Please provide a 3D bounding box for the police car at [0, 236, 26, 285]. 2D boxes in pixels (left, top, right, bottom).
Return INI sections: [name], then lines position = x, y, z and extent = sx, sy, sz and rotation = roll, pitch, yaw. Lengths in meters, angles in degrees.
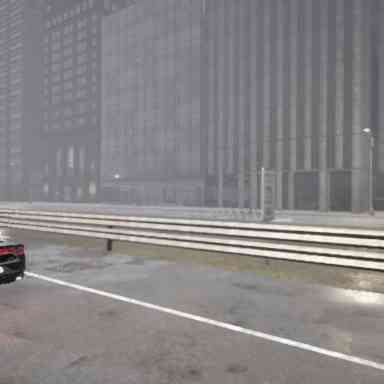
[police car]
position = -6.438, 1.463, 8.195
extent = 5.238, 1.638, 1.930
rotation = 0, -2, 26
